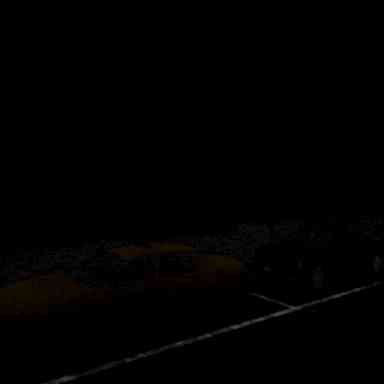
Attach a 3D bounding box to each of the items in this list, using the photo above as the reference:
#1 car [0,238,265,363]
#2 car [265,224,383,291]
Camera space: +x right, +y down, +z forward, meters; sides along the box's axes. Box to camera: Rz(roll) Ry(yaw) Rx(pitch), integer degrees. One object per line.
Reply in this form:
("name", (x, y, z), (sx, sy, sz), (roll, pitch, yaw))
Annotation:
("car", (-1.094, 1.548, 5.869), (4.829, 1.417, 1.752), (1, 0, -35))
("car", (3.634, 1.621, 9.240), (4.507, 1.381, 1.887), (1, 0, -35))
